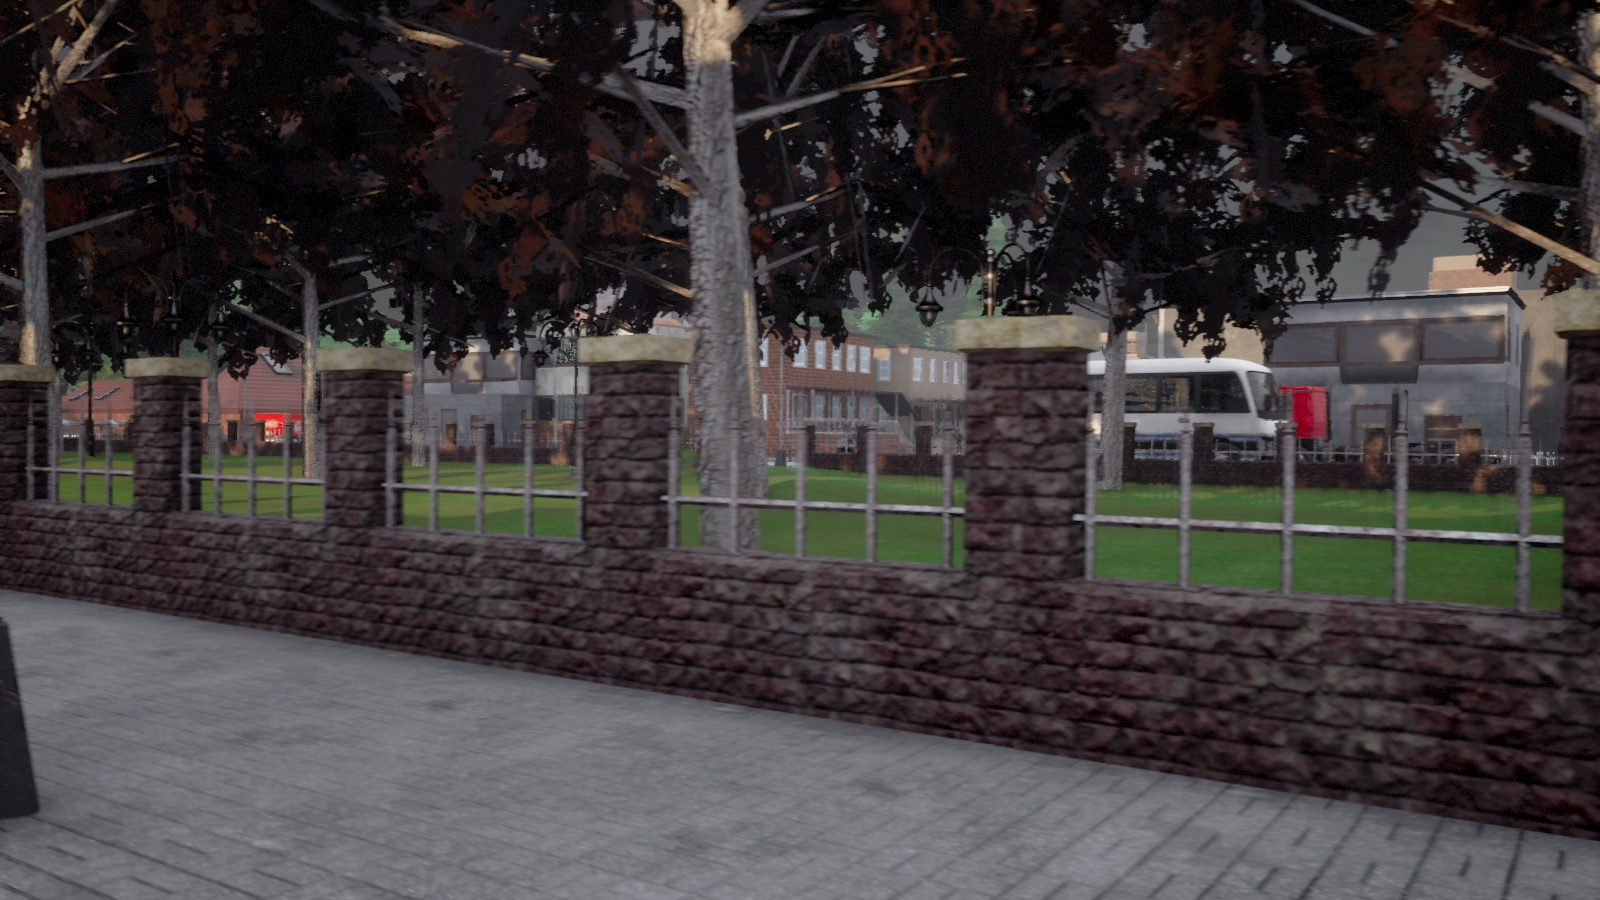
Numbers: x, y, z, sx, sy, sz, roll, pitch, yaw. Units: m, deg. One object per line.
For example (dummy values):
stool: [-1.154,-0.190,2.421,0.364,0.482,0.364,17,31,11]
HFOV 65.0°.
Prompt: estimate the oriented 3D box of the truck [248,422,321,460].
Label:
truck: [-34.467,-0.596,84.177,2.627,2.467,5.204,-1,1,1]

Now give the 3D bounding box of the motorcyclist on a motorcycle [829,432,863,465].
motorcyclist on a motorcycle: [2.243,-0.082,60.656,0.866,1.530,2.191,1,1,24]

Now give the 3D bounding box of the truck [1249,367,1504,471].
truck: [20.518,-1.050,44.928,7.936,3.462,2.891,0,1,34]

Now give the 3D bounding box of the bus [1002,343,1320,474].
bus: [12.817,-1.379,45.279,10.273,4.253,3.944,0,1,38]
